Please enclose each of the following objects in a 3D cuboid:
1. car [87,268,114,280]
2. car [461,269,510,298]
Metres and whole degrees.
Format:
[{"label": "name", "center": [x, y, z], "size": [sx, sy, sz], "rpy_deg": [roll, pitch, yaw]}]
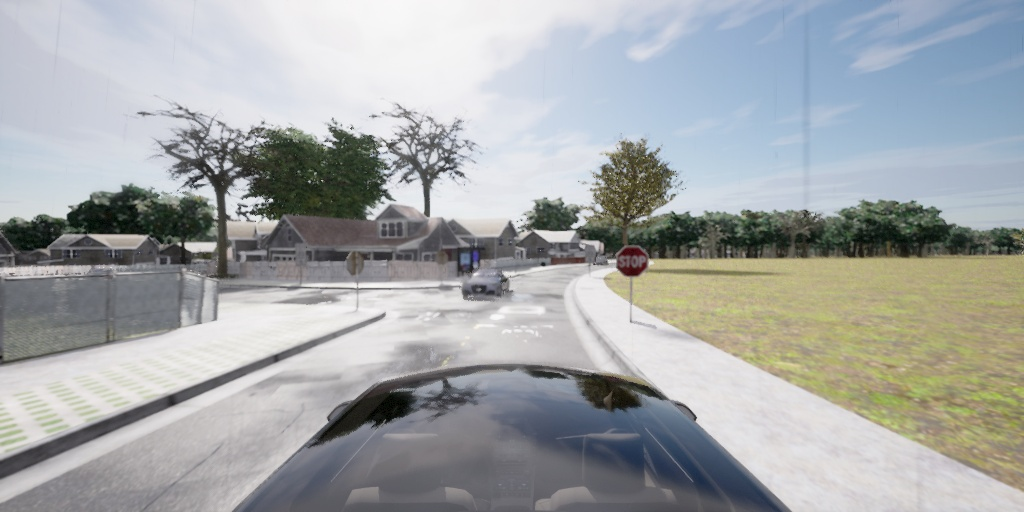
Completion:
[{"label": "car", "center": [-43.921, 2.001, 38.480], "size": [4.181, 1.385, 1.994], "rpy_deg": [-1, 1, 45]}, {"label": "car", "center": [-1.312, 1.405, 19.261], "size": [1.994, 1.385, 4.181], "rpy_deg": [0, 1, 9]}]
